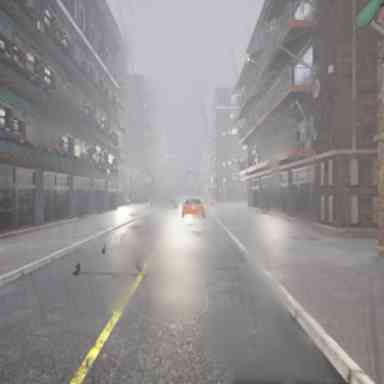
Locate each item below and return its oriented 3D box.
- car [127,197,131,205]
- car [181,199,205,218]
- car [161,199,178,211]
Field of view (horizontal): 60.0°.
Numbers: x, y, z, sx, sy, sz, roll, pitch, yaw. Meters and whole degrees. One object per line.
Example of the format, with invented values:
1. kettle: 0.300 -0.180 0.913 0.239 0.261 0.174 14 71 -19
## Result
1. car: -13.489 1.661 61.374 4.097 1.590 1.967 -1 0 0
2. car: 0.111 1.393 31.190 2.097 1.767 4.553 0 0 0
3. car: -2.736 1.576 41.017 1.882 1.535 5.008 0 0 0
